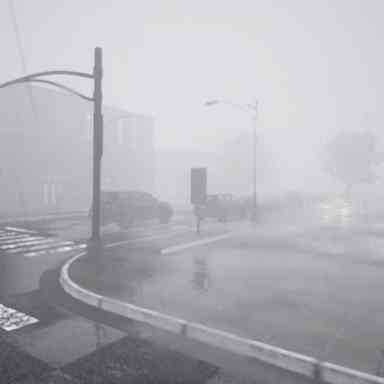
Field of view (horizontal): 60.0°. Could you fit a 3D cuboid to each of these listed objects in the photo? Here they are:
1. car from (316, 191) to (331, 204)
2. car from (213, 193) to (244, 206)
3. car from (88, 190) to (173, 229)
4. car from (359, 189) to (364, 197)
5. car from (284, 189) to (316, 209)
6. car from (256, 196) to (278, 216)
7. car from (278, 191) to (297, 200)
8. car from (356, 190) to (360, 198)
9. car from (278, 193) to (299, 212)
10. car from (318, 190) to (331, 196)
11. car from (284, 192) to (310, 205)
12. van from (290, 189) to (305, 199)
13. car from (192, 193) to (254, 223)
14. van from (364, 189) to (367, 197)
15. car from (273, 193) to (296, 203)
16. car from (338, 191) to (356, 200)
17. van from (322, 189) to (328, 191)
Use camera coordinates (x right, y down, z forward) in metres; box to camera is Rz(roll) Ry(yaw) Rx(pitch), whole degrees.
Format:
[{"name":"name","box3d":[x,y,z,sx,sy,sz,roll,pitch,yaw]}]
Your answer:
[{"name":"car","box3d":[17.725,0.901,45.482,1.947,1.339,4.313,2,2,35]},{"name":"car","box3d":[4.526,0.887,41.099,1.947,1.339,4.313,2,2,35]},{"name":"car","box3d":[-3.434,0.916,19.532,2.150,2.045,5.566,1,1,35]},{"name":"car","box3d":[33.552,0.512,68.437,1.752,1.417,4.829,2,2,35]},{"name":"car","box3d":[11.438,0.787,36.348,2.192,1.841,5.009,2,2,35]},{"name":"car","box3d":[5.143,1.047,27.224,1.967,1.590,4.097,2,2,35]},{"name":"car","box3d":[17.015,0.574,59.211,1.752,1.417,4.829,2,2,35]},{"name":"car","box3d":[30.308,0.641,63.735,1.802,1.307,4.206,2,2,35]},{"name":"car","box3d":[8.287,1.090,31.791,2.008,1.369,4.403,2,2,35]},{"name":"car","box3d":[32.840,0.249,82.169,2.008,1.369,4.403,2,2,35]},{"name":"car","box3d":[14.271,0.793,45.127,1.882,1.535,5.008,1,1,35]},{"name":"van","box3d":[20.260,0.319,63.909,1.690,1.788,3.998,2,2,35]},{"name":"car","box3d":[1.999,0.990,22.657,2.192,1.841,5.009,2,2,35]},{"name":"van","box3d":[39.751,0.190,77.419,1.690,1.788,3.998,2,2,35]},{"name":"car","box3d":[14.038,0.812,50.173,1.895,1.301,4.718,1,1,35]},{"name":"car","box3d":[27.163,0.679,59.170,2.008,1.369,4.403,2,2,35]},{"name":"van","box3d":[29.698,0.110,77.599,1.690,1.788,3.998,2,2,35]}]
